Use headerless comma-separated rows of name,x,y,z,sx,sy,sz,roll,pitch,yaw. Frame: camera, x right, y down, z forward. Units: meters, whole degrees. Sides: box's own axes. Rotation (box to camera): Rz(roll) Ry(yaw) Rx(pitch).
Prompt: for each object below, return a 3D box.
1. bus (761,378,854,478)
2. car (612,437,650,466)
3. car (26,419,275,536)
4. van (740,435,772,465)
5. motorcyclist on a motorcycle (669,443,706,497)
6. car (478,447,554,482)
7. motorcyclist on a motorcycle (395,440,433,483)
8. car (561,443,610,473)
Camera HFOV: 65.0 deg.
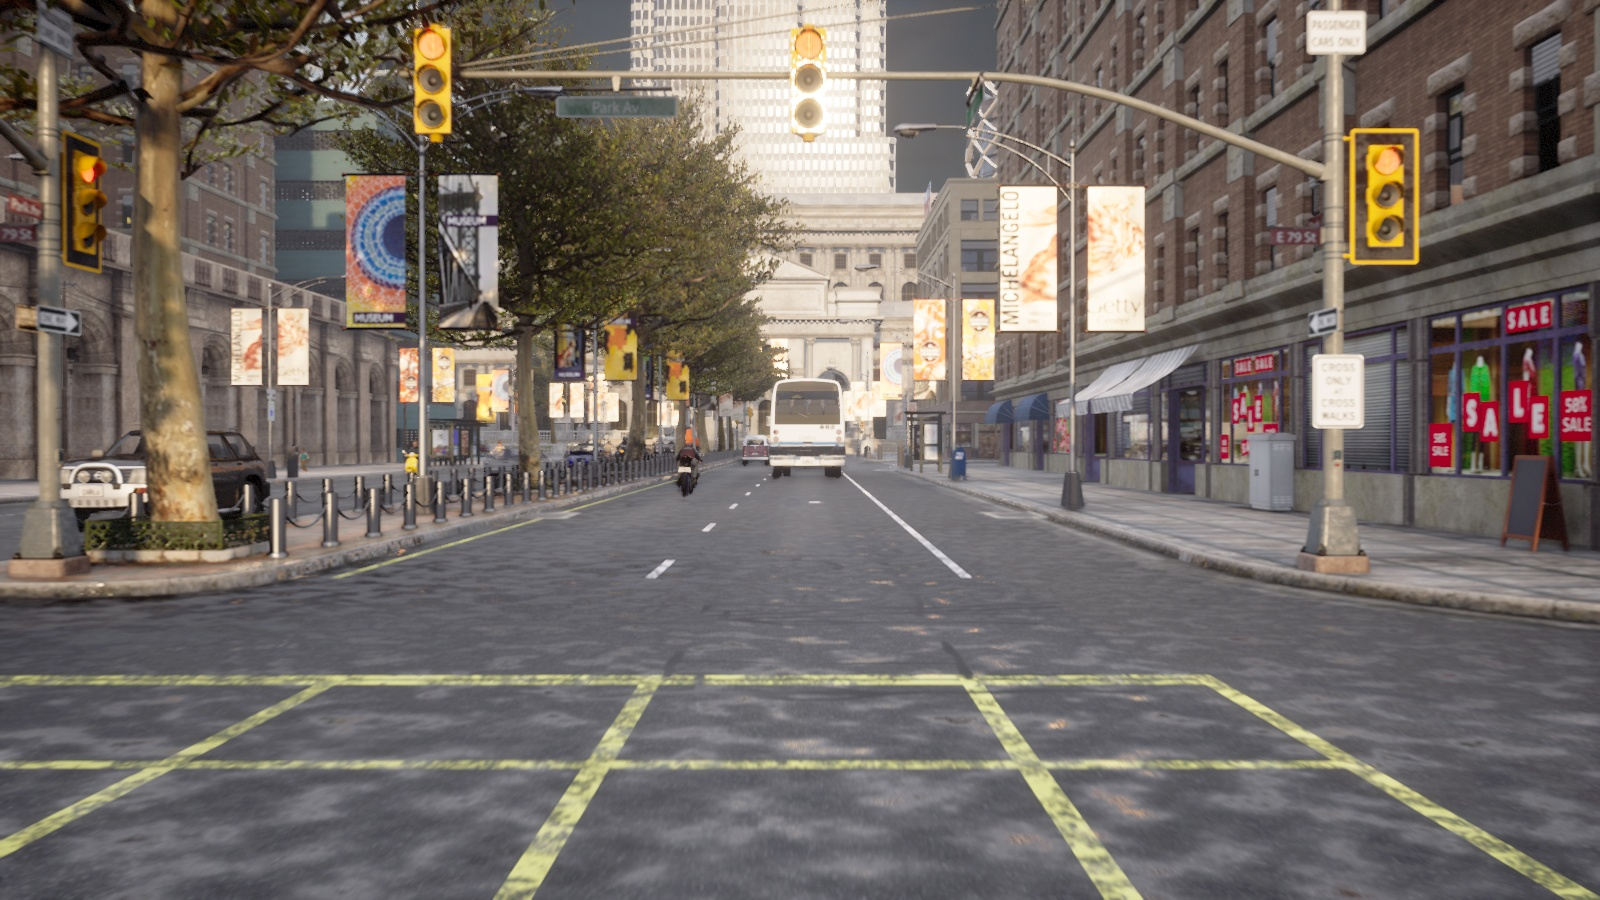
bus,0.350,-0.960,58.628,3.944,4.253,10.273,0,0,0
car,-11.019,0.071,82.114,1.905,1.878,3.866,0,0,0
car,-11.298,0.428,22.281,1.932,1.855,4.605,0,0,1
van,-2.994,-0.019,86.395,2.069,2.038,4.480,0,0,0
motorcyclist on a motorcycle,-3.276,0.571,36.818,0.866,1.530,2.191,0,0,0
car,-11.202,0.557,49.842,1.895,1.301,4.718,0,0,0
motorcyclist on a motorcycle,-14.713,0.418,47.885,0.866,1.590,1.817,0,0,0
car,-11.115,0.383,65.284,1.816,1.474,4.193,0,0,0
